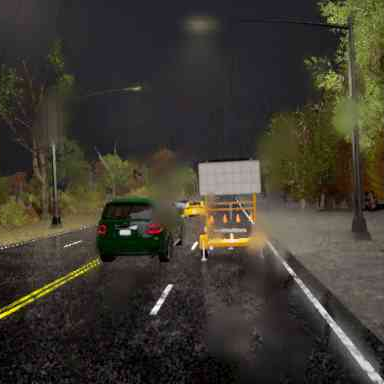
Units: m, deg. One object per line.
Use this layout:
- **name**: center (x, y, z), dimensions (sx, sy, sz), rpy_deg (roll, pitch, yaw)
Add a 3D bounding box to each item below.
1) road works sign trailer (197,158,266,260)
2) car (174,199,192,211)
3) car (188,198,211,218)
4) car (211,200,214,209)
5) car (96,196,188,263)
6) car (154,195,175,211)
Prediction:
- **road works sign trailer**: center (1.488, 0.537, 12.799), dimensions (2.380, 3.560, 2.880), rpy_deg (-3, 0, 6)
- **car**: center (-1.243, 1.804, 47.546), dimensions (1.812, 1.442, 4.674), rpy_deg (-3, 0, 6)
- **car**: center (0.449, 1.634, 31.905), dimensions (1.882, 1.535, 5.008), rpy_deg (-3, -1, 6)
- **car**: center (1.890, 1.625, 44.670), dimensions (2.128, 1.511, 4.902), rpy_deg (-3, 0, 7)
- **car**: center (-1.630, 1.226, 12.085), dimensions (2.150, 2.045, 5.566), rpy_deg (-1, 0, 5)
- **car**: center (-4.135, 1.633, 50.900), dimensions (2.150, 2.045, 5.566), rpy_deg (-3, 0, 7)
